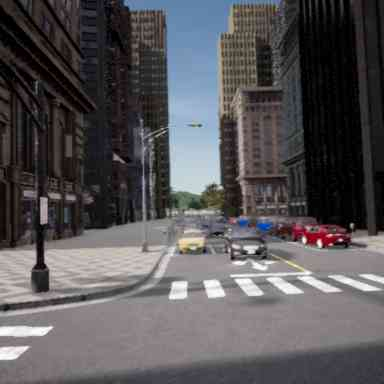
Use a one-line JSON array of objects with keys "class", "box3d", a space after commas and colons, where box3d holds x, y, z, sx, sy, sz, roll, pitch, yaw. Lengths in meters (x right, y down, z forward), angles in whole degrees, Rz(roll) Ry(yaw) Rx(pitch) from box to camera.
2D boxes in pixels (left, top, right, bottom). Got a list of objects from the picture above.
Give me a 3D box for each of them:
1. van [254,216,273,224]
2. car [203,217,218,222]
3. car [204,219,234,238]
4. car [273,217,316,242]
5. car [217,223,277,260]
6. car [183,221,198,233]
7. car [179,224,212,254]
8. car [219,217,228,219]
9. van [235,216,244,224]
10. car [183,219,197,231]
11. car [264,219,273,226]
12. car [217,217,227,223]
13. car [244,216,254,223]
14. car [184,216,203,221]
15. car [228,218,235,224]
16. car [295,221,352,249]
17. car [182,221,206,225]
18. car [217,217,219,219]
[{"class": "van", "box3d": [8.425, 3.638, 36.730, 1.690, 1.788, 3.998, -3, -4, -1]}, {"class": "car", "box3d": [2.511, 5.141, 52.461, 2.033, 1.411, 5.357, -2, -4, -1]}, {"class": "car", "box3d": [2.598, 3.812, 33.489, 2.033, 1.411, 5.357, -2, -4, -1]}, {"class": "car", "box3d": [8.512, 2.916, 26.581, 2.192, 1.841, 5.009, -3, -4, -1]}, {"class": "car", "box3d": [2.750, 2.683, 17.873, 2.128, 1.511, 4.902, -2, -4, 0]}, {"class": "car", "box3d": [-0.196, 4.738, 45.771, 1.887, 1.381, 4.507, -3, -4, -1]}, {"class": "car", "box3d": [0.045, 3.034, 21.230, 1.752, 1.417, 4.829, -3, -4, -1]}, {"class": "car", "box3d": [8.017, 6.627, 77.151, 1.947, 1.339, 4.313, -3, -4, -1]}, {"class": "van", "box3d": [8.293, 4.681, 51.956, 1.690, 1.788, 3.998, -3, -4, -1]}, {"class": "car", "box3d": [-0.249, 4.968, 50.652, 1.967, 1.590, 4.097, -3, -4, -1]}, {"class": "car", "box3d": [8.480, 3.530, 31.638, 1.802, 1.307, 4.206, -3, -4, -1]}, {"class": "car", "box3d": [7.914, 7.314, 87.534, 2.008, 1.369, 4.403, -3, -4, -1]}, {"class": "car", "box3d": [8.380, 3.960, 41.807, 2.192, 1.841, 5.009, -3, -4, -1]}, {"class": "car", "box3d": [-0.159, 4.175, 40.912, 2.192, 1.841, 5.009, -3, -4, -1]}, {"class": "car", "box3d": [8.171, 5.582, 61.580, 1.802, 1.307, 4.206, -3, -4, -1]}, {"class": "car", "box3d": [8.566, 2.796, 21.489, 1.887, 1.381, 4.507, -3, -4, -1]}, {"class": "car", "box3d": [-0.052, 3.741, 31.147, 2.008, 1.369, 4.403, -3, -4, -1]}, {"class": "car", "box3d": [7.966, 6.979, 82.343, 1.947, 1.339, 4.313, -3, -4, -1]}]
